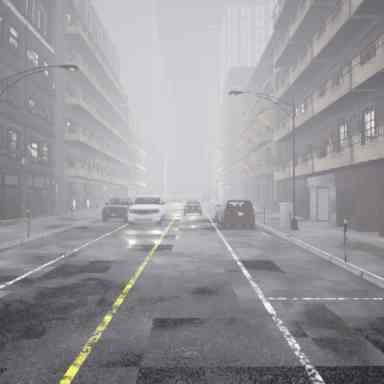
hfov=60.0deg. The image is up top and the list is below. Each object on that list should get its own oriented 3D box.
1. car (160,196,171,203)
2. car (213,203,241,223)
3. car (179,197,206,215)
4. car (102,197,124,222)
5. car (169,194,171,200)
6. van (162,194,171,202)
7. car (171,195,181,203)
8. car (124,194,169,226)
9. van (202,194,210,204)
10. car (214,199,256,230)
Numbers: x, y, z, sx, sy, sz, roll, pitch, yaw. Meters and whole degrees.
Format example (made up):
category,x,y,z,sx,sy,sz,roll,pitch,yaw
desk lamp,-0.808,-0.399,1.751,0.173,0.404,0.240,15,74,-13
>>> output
category,x,y,z,sx,sy,sz,roll,pitch,yaw
car,-5.632,1.578,70.837,1.947,1.339,4.313,1,0,0
car,2.708,1.590,26.566,1.802,1.307,4.206,1,0,0
car,0.085,1.556,33.577,2.033,1.411,5.357,0,0,0
car,-5.668,1.323,26.515,2.192,1.841,5.009,1,0,0
car,-5.633,1.594,65.297,1.802,1.307,4.206,1,0,0
van,-5.797,1.353,76.378,1.690,1.788,3.998,1,0,0
car,-2.990,1.370,65.753,1.994,1.385,4.181,0,0,0
car,-3.097,1.225,23.876,2.150,2.045,5.566,0,0,0
van,2.719,1.353,65.348,1.690,1.788,3.998,1,0,0
car,2.712,1.322,21.026,2.192,1.841,5.009,1,0,0
